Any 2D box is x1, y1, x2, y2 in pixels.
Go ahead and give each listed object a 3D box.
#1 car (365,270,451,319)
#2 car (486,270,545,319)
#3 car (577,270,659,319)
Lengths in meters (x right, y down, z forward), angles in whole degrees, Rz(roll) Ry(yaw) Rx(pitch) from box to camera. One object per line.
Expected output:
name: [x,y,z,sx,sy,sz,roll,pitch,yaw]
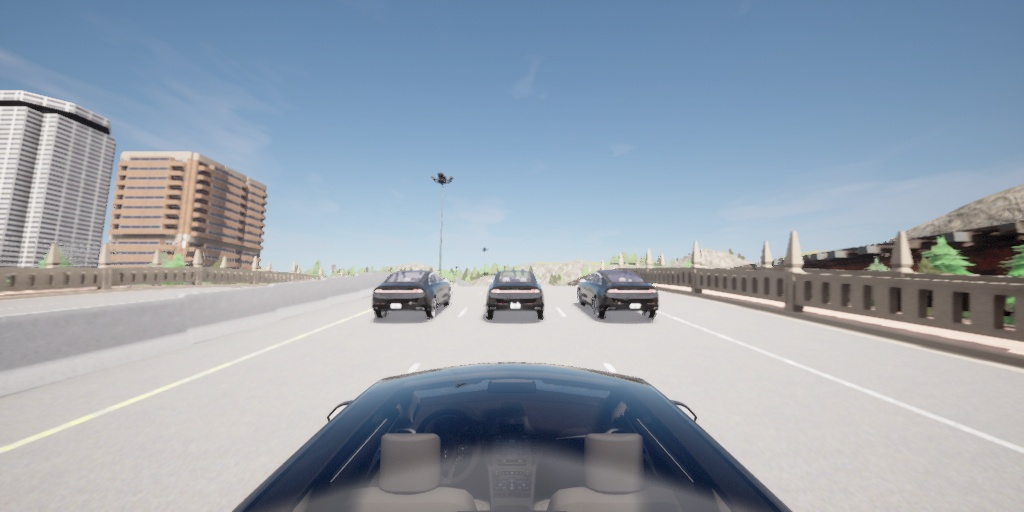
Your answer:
car: [-3.398,1.255,12.914,2.128,1.511,4.902,0,0,0]
car: [0.102,1.254,12.905,2.128,1.511,4.902,0,0,0]
car: [3.602,1.254,12.899,2.128,1.511,4.902,0,0,0]
